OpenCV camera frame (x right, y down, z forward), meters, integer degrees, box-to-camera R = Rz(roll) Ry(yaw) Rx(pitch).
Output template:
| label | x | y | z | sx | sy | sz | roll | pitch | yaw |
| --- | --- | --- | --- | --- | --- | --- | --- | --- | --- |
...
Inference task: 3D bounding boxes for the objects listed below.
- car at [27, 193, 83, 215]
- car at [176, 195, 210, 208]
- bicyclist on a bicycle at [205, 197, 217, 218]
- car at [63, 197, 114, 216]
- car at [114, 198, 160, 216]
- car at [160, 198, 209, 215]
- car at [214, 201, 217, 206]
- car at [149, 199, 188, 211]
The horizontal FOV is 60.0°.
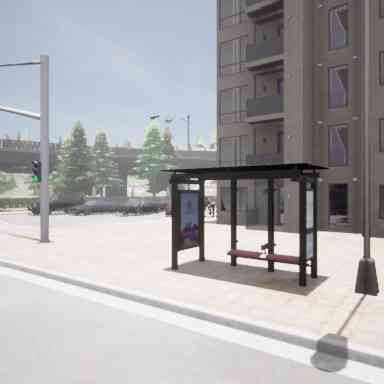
| label | x | y | z | sx | sy | sz | roll | pitch | yaw |
| --- | --- | --- | --- | --- | --- | --- | --- | --- | --- |
| car | -13.208 | 1.161 | 32.916 | 2.150 | 2.045 | 5.566 | 0 | 0 | 37 |
| car | 0.151 | 1.292 | 47.392 | 4.553 | 1.767 | 2.097 | 0 | 0 | -34 |
| bicyclist on a bicycle | 1.336 | 1.243 | 26.619 | 1.656 | 1.620 | 0.582 | 0 | 0 | 36 |
| car | -9.276 | 1.488 | 32.367 | 2.033 | 1.411 | 5.357 | 0 | 0 | 37 |
| car | -4.845 | 1.542 | 32.170 | 1.895 | 1.301 | 4.718 | 0 | 0 | 37 |
| car | -0.664 | 1.505 | 31.853 | 1.994 | 1.385 | 4.181 | 0 | 0 | 38 |
| car | 5.404 | 1.446 | 46.757 | 4.892 | 1.490 | 1.837 | 0 | 0 | -29 |
| car | -2.825 | 1.541 | 40.301 | 1.895 | 1.301 | 4.718 | 0 | 0 | 43 |
